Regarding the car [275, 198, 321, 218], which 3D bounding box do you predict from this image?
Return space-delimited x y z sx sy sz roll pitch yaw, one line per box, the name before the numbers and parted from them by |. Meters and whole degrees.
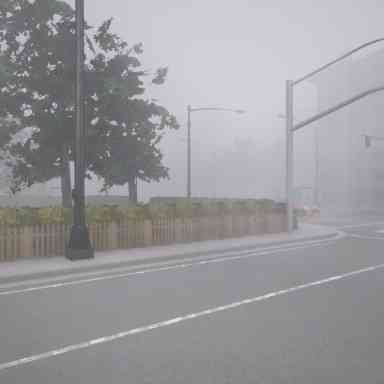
car | 9.335 1.353 30.302 2.097 1.767 4.553 0 0 -35
